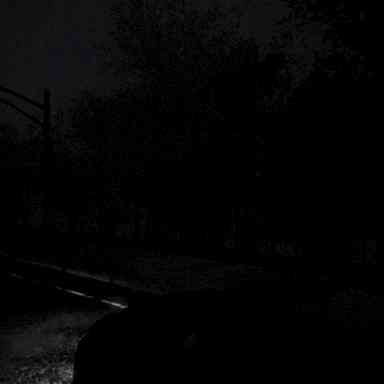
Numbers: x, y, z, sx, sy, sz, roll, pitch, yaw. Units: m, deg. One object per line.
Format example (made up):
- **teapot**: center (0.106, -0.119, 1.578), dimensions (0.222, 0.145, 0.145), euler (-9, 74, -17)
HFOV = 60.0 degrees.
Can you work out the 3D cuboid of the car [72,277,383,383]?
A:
- **car**: center (0.781, 1.563, 3.126), dimensions (4.181, 1.385, 1.994), euler (0, 0, 35)
